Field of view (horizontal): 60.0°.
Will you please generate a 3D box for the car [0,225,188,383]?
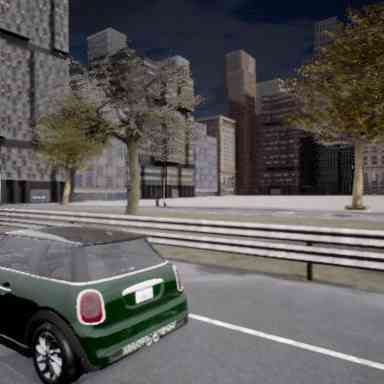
[{"bbox_3d":[-2.346,1.349,5.541,4.553,1.767,2.097,0,0,35],"label":"car"}]
